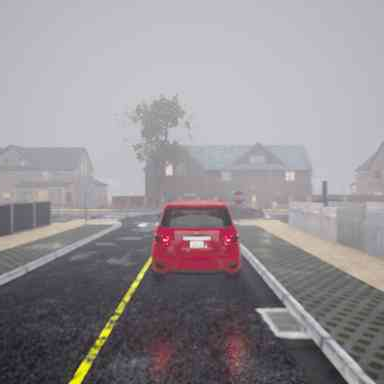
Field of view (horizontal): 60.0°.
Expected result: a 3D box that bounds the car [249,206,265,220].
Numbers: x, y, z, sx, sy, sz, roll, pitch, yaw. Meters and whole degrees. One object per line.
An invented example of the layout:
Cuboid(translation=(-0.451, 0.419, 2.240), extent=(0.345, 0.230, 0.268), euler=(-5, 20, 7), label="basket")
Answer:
Cuboid(translation=(3.487, 1.565, 26.302), extent=(5.357, 1.411, 2.033), euler=(-1, 1, -41), label="car")

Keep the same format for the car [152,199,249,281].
Cuboid(translation=(0.100, 1.215, 9.938), extent=(2.150, 2.045, 5.566), euler=(0, 0, 0), label="car")

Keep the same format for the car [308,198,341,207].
Cuboid(translation=(11.251, 1.289, 29.762), extent=(4.553, 1.767, 2.097), euler=(0, 1, 1), label="car")
